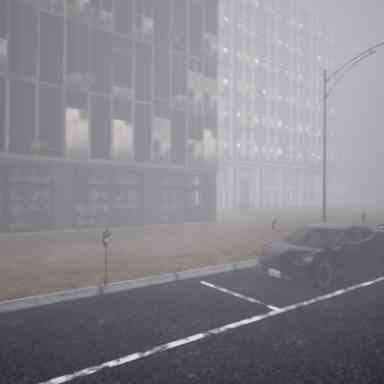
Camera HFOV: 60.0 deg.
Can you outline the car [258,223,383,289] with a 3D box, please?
[{"bbox_3d":[3.756,1.570,9.238,4.313,1.339,1.947,0,0,-36],"label":"car"}]
